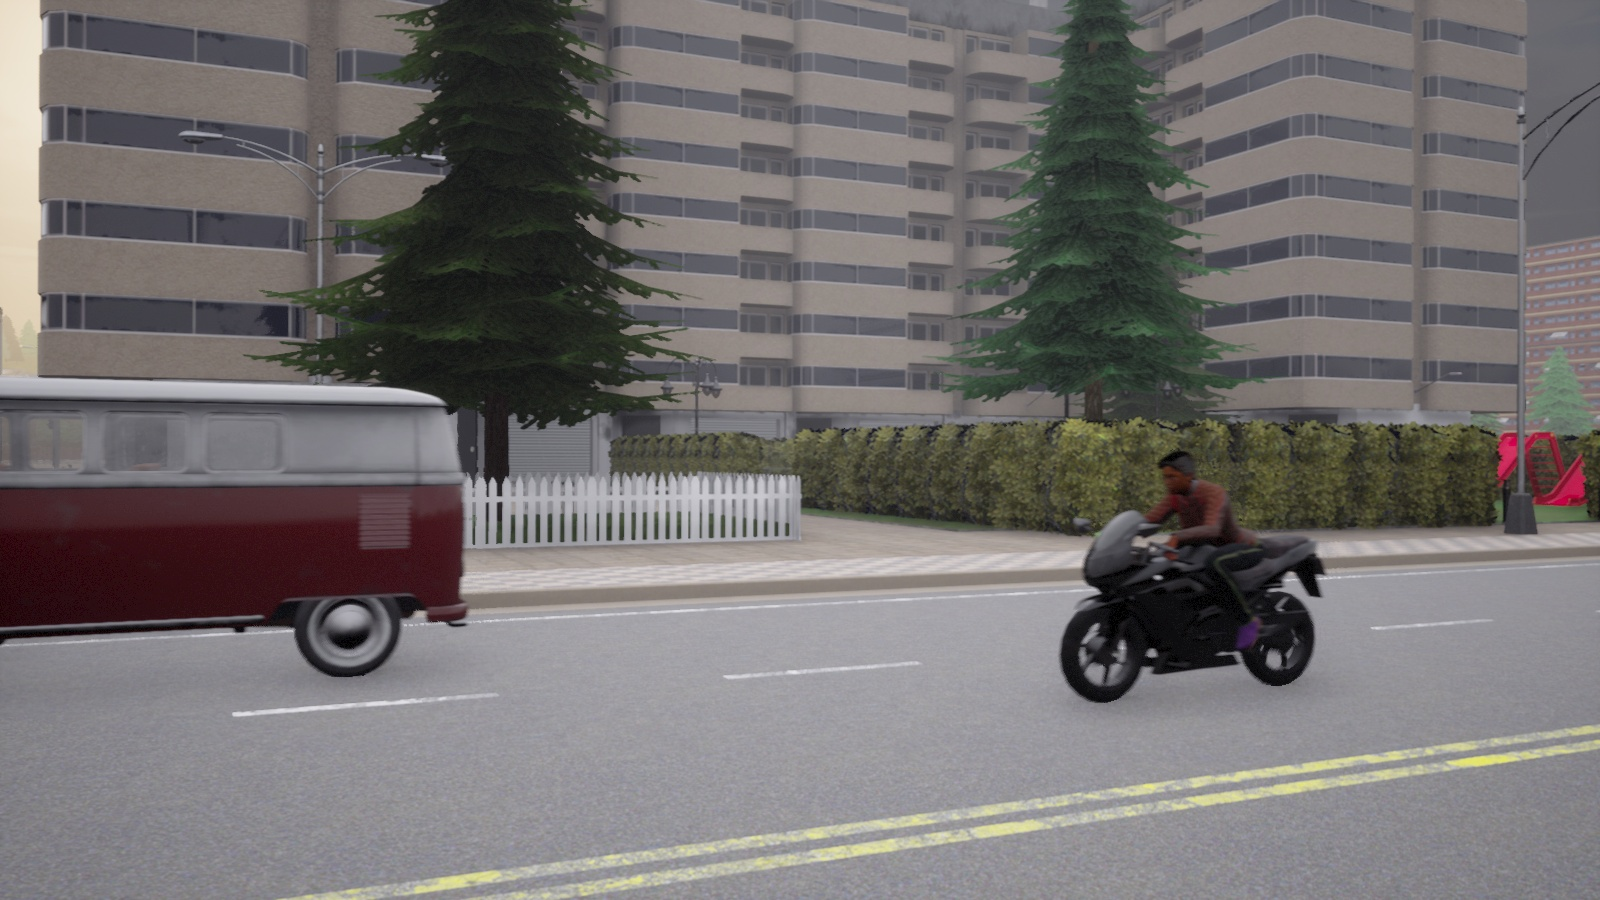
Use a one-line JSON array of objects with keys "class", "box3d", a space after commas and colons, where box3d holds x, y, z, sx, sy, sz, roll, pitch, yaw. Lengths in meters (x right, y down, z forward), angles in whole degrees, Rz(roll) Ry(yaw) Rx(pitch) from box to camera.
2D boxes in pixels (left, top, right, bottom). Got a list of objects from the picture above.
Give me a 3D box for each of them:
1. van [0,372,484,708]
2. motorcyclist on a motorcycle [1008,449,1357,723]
[{"class": "van", "box3d": [-4.552, 0.536, 8.476, 4.442, 1.987, 1.775, 0, 0, -24]}, {"class": "motorcyclist on a motorcycle", "box3d": [2.374, 0.757, 7.768, 2.044, 1.523, 0.797, 0, 0, -24]}]
